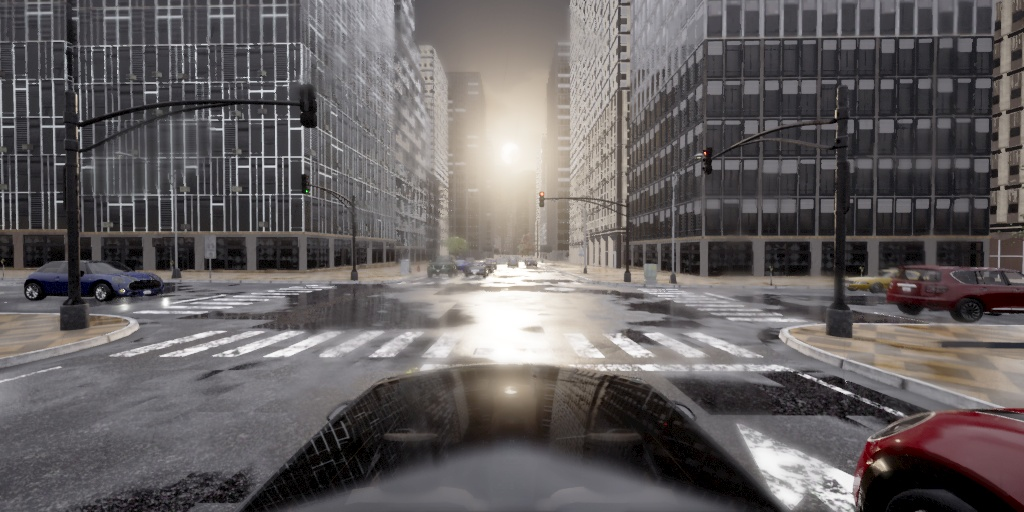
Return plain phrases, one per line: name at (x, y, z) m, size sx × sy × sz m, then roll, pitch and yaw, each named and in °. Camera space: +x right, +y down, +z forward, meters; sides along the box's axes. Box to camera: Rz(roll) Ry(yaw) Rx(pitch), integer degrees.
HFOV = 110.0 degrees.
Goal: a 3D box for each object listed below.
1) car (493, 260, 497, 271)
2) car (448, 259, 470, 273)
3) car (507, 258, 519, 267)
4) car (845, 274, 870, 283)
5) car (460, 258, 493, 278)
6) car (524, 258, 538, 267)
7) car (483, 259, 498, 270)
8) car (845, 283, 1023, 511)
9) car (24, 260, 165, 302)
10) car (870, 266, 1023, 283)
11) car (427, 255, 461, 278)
car at (-3.218, 1.325, 43.222) m, size 1.895 × 1.301 × 4.718 m, roll 0°, pitch 0°, yaw 0°
car at (-6.464, 1.201, 44.148) m, size 1.882 × 1.535 × 5.008 m, roll 0°, pitch 0°, yaw 0°
car at (0.199, 1.267, 63.362) m, size 1.994 × 1.385 × 4.181 m, roll 0°, pitch 0°, yaw 0°
car at (21.862, 1.409, 20.791) m, size 4.829 × 1.417 × 1.751 m, roll 0°, pitch 0°, yaw 1°
car at (-3.246, 1.224, 33.941) m, size 2.128 × 1.511 × 4.902 m, roll 0°, pitch 0°, yaw 1°
car at (3.449, 1.303, 63.380) m, size 1.895 × 1.301 × 4.718 m, roll 0°, pitch 0°, yaw 0°
car at (-3.176, 1.261, 53.925) m, size 2.033 × 1.411 × 5.357 m, roll 0°, pitch 0°, yaw 0°
car at (3.253, 1.103, 0.410) m, size 2.097 × 1.767 × 4.553 m, roll 0°, pitch 0°, yaw 0°
car at (-18.151, 0.971, 15.742) m, size 4.553 × 1.767 × 2.097 m, roll 1°, pitch 1°, yaw 3°
car at (16.224, 1.281, 12.525) m, size 5.009 × 1.841 × 2.192 m, roll 0°, pitch 0°, yaw 1°
car at (-6.487, 0.954, 34.183) m, size 2.150 × 2.045 × 5.566 m, roll 0°, pitch 0°, yaw 0°
